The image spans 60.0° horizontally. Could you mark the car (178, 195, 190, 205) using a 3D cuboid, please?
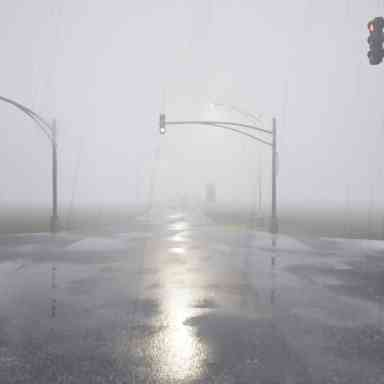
[{"bbox_3d":[-1.452,1.378,61.391,2.097,1.767,4.553,0,0,-3],"label":"car"}]

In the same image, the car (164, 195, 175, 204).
[{"bbox_3d":[-4.427,1.387,65.495,2.097,1.767,4.553,0,0,-3],"label":"car"}]

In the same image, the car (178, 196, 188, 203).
[{"bbox_3d":[-2.027,1.548,71.467,1.895,1.301,4.718,0,0,-4],"label":"car"}]
